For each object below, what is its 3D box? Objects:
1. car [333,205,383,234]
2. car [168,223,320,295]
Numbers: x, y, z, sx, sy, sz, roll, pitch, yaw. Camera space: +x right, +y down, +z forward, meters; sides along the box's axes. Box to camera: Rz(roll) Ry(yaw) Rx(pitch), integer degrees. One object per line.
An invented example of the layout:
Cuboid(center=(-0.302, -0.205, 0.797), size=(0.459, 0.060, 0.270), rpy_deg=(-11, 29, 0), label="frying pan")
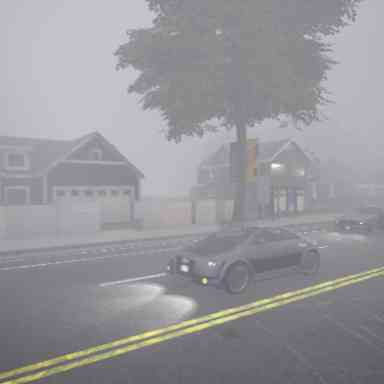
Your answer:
Cuboid(center=(10.309, 1.474, 18.956), size=(5.357, 1.411, 2.033), rpy_deg=(0, 0, -35), label="car")
Cuboid(center=(1.457, 1.541, 8.708), size=(4.181, 1.385, 1.994), rpy_deg=(0, 0, -35), label="car")
